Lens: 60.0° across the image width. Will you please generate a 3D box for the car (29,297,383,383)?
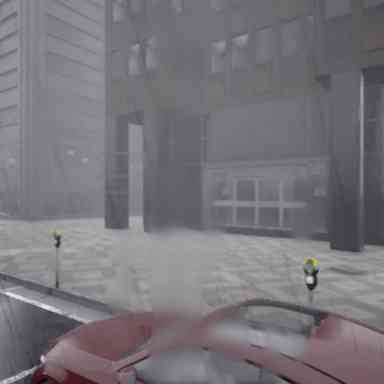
[{"bbox_3d":[0.417,1.583,2.663,4.206,1.307,1.802,0,0,36],"label":"car"}]
